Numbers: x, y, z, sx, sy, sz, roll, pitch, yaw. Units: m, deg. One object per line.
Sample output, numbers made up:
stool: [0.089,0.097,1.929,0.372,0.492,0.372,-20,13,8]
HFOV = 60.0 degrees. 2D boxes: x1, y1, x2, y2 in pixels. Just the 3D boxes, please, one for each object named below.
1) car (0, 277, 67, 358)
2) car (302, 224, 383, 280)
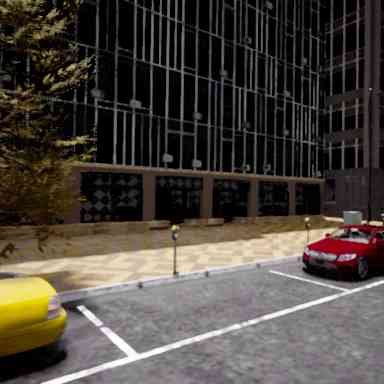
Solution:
car: [-3.999,1.514,3.697,4.829,1.417,1.752,1,0,-35]
car: [5.191,1.676,10.252,4.206,1.307,1.802,1,0,-35]
